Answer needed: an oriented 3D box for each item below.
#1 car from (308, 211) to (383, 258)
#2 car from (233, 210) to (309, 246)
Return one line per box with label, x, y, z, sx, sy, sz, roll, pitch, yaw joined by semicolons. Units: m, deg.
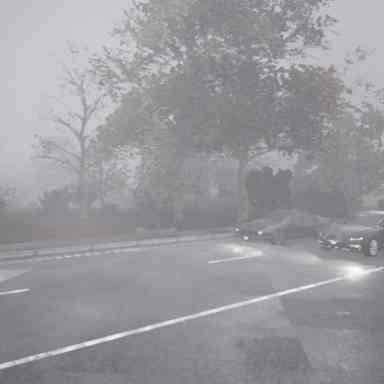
car;6.968;1.527;12.989;4.892;1.490;1.837;0;0;-34
car;4.486;1.565;15.551;5.357;1.411;2.033;0;0;-34
